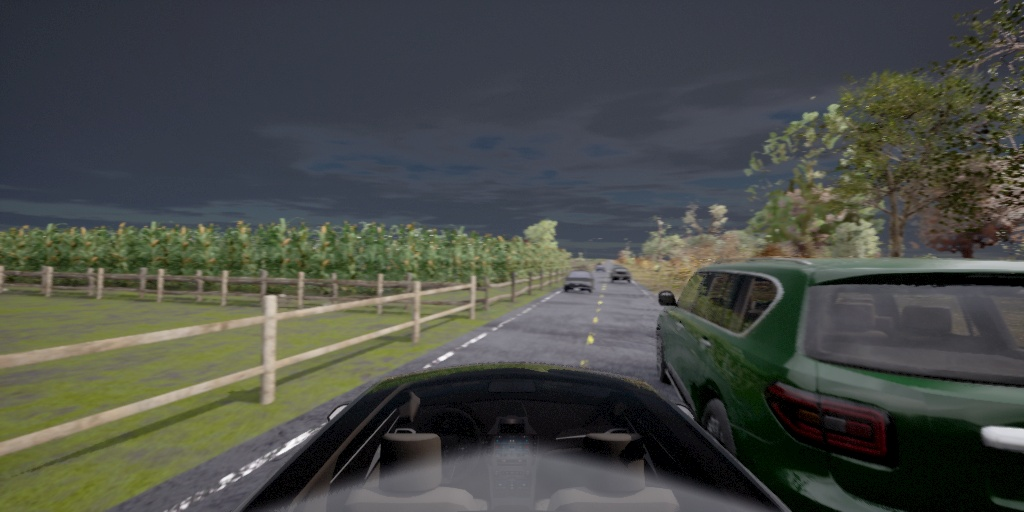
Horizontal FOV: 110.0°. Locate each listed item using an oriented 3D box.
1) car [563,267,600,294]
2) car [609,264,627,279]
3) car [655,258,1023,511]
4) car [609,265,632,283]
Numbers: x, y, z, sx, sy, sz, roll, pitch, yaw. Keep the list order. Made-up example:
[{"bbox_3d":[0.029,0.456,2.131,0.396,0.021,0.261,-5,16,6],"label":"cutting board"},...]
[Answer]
[{"bbox_3d":[4.648,1.686,24.347,2.033,1.411,5.357,1,-1,15],"label":"car"},{"bbox_3d":[13.623,1.927,46.234,2.097,1.767,4.553,1,-1,16],"label":"car"},{"bbox_3d":[3.028,1.060,4.016,2.150,2.045,5.566,1,-1,15],"label":"car"},{"bbox_3d":[10.846,1.901,35.826,1.837,1.490,4.892,1,-1,16],"label":"car"}]
